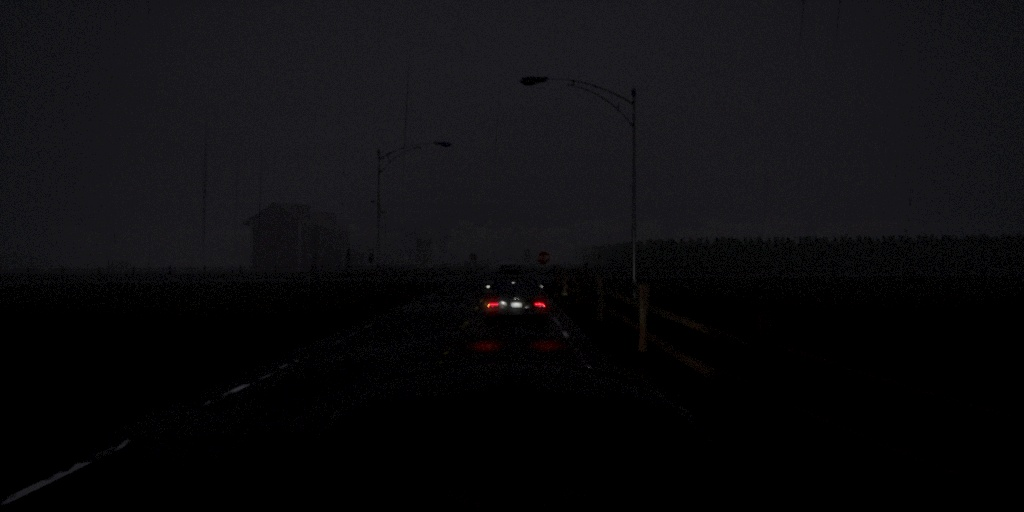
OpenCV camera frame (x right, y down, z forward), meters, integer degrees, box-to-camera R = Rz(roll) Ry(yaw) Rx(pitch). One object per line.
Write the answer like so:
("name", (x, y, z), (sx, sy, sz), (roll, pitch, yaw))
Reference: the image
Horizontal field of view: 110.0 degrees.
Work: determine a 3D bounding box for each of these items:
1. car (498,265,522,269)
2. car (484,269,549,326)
("car", (-0.163, 1.291, 23.647), (1.837, 1.490, 4.892), (0, 0, -4))
("car", (0.106, 1.313, 11.740), (2.033, 1.411, 5.357), (0, 0, 0))
